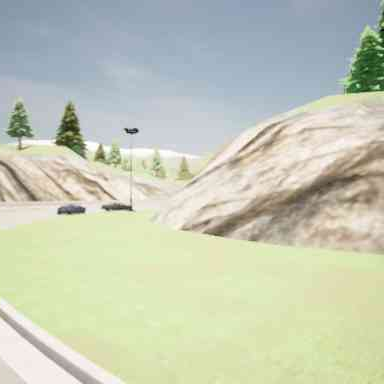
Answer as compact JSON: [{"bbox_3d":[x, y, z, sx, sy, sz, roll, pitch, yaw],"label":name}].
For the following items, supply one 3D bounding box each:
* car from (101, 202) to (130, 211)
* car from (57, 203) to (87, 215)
[{"bbox_3d":[-11.791,2.258,51.959,2.033,1.411,5.357,0,-1,30],"label":"car"},{"bbox_3d":[-15.277,2.132,42.493,1.994,1.385,4.181,0,-1,15],"label":"car"}]
